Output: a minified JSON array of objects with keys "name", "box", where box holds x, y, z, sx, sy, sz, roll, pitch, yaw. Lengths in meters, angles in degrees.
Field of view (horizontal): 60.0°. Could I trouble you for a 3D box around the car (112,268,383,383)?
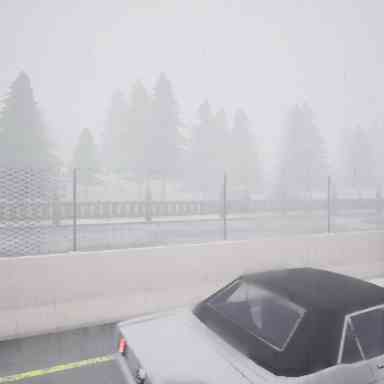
[{"name":"car","box":[1.647,1.601,3.768,4.718,1.301,1.895,0,0,-25]}]
